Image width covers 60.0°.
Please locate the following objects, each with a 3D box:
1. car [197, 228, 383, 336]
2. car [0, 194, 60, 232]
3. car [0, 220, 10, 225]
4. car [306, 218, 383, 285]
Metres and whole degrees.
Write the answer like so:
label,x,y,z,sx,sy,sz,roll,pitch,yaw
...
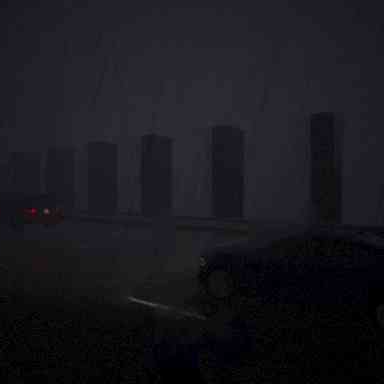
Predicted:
label,x,y,z,sx,sy,sz,roll,pitch,yaw
car,2.412,1.465,6.544,5.008,1.535,1.882,0,0,35
car,-10.008,1.105,19.296,5.566,2.045,2.150,0,0,34
car,-7.493,1.480,9.153,5.357,1.411,2.033,0,0,34
car,5.418,1.556,8.708,4.181,1.385,1.994,0,0,35
